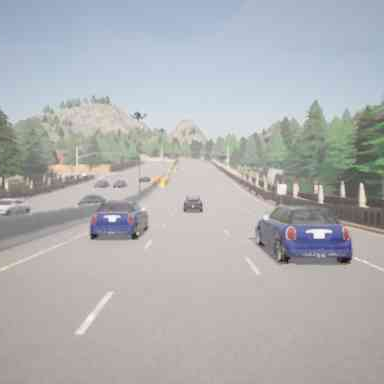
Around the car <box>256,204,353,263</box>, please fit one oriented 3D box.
[{"bbox_3d":[3.602,1.219,11.532,2.097,1.767,4.553,0,1,0],"label":"car"}]

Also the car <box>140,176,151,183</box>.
[{"bbox_3d":[-10.416,-2.847,74.270,1.994,1.385,4.181,0,7,0],"label":"car"}]

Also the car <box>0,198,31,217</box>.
[{"bbox_3d":[-14.074,1.232,25.487,1.812,1.442,4.674,0,1,0],"label":"car"}]

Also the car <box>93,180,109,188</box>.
[{"bbox_3d":[-17.475,-1.597,64.414,2.033,1.411,5.357,0,7,0],"label":"car"}]

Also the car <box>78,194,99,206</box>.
[{"bbox_3d":[-10.558,1.015,35.309,1.837,1.490,4.892,0,2,0],"label":"car"}]

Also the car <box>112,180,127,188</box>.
[{"bbox_3d":[-13.974,-1.615,64.563,2.033,1.411,5.357,0,7,0],"label":"car"}]

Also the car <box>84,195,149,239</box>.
[{"bbox_3d":[-3.397,1.164,16.298,2.097,1.767,4.553,0,1,0],"label":"car"}]

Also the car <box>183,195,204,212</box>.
[{"bbox_3d":[0.108,1.069,33.158,2.128,1.511,4.902,0,1,0],"label":"car"}]
